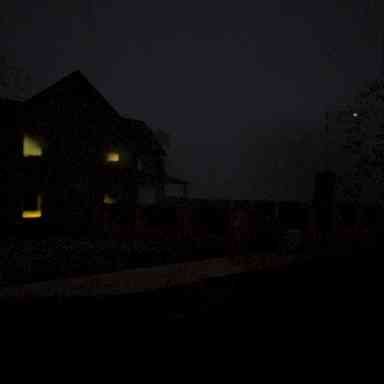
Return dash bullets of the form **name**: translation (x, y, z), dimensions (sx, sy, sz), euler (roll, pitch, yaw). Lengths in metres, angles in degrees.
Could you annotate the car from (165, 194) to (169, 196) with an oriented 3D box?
- **car**: translation (-4.961, 1.317, 55.374), dimensions (2.150, 2.045, 5.566), euler (1, -1, -35)
